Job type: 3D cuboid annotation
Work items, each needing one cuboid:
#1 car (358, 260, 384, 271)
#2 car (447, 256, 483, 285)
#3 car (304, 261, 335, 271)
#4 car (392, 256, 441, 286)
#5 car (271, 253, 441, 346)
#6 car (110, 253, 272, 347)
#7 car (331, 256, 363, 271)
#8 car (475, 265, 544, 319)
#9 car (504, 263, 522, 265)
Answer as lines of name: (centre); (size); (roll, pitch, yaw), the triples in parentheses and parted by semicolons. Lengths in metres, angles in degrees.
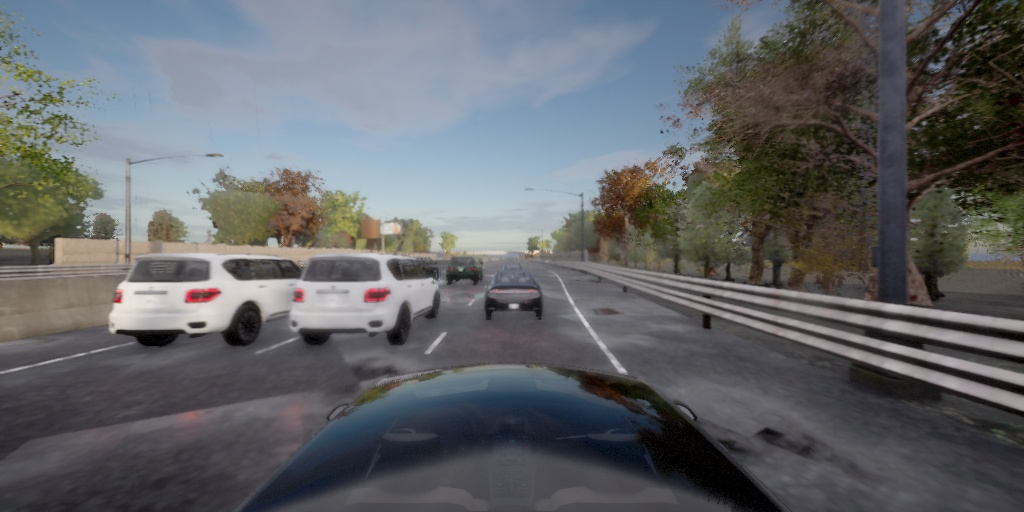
car: (-21.055, 1.323, 53.881); (1.882, 1.535, 5.008); (0, 0, 0)
car: (-3.437, 1.010, 26.844); (2.150, 2.045, 5.566); (0, 0, 0)
car: (-28.052, 1.442, 52.414); (1.895, 1.301, 4.718); (0, 0, 0)
car: (-6.937, 1.010, 26.864); (2.150, 2.045, 5.566); (0, 0, 0)
car: (-3.452, 0.976, 9.626); (2.150, 2.045, 5.566); (0, -1, 0)
car: (-6.936, 0.976, 9.515); (2.150, 2.045, 5.566); (0, -1, -1)
car: (-24.551, 1.065, 53.641); (2.150, 2.045, 5.566); (0, 0, 1)
car: (0.071, 1.256, 12.871); (2.128, 1.511, 4.902); (0, 0, 0)
car: (0.070, 1.281, 28.039); (2.128, 1.511, 4.902); (0, 0, 0)
